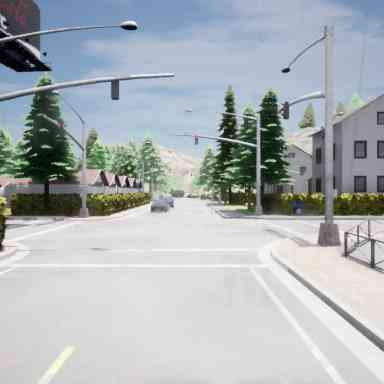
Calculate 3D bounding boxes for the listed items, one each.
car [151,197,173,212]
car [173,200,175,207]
[{"bbox_3d":[-3.623,1.547,38.459,2.033,1.411,5.357,0,0,0],"label":"car"},{"bbox_3d":[-3.611,1.477,48.742,1.882,1.535,5.008,0,0,0],"label":"car"}]
